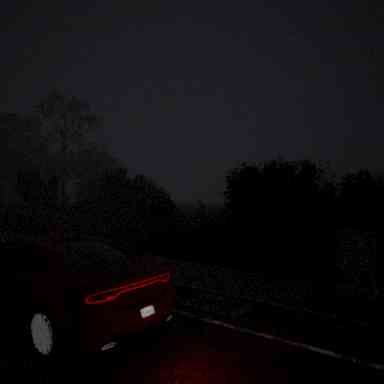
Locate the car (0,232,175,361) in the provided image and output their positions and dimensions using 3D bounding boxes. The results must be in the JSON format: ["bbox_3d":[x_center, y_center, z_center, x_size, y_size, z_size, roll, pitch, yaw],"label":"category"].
[{"bbox_3d":[-2.583,1.481,6.039,5.008,1.535,1.882,0,0,37],"label":"car"}]
